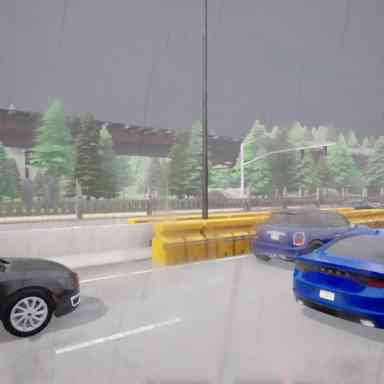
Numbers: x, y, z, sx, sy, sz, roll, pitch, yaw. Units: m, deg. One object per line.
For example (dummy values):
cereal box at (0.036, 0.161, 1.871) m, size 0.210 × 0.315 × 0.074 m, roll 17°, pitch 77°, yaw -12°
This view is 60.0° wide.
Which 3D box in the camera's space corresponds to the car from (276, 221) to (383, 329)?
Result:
car at (4.147, 1.478, 6.709) m, size 5.008 × 1.535 × 1.882 m, roll 0°, pitch 0°, yaw -36°

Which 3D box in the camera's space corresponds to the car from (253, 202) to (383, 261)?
car at (4.185, 1.352, 11.037) m, size 4.553 × 1.767 × 2.097 m, roll 0°, pitch 0°, yaw -36°

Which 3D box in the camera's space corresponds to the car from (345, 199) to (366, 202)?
car at (15.848, 1.505, 32.512) m, size 4.892 × 1.490 × 1.837 m, roll 0°, pitch 0°, yaw -36°

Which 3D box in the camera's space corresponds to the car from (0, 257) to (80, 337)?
car at (-4.235, 1.505, 5.025) m, size 4.892 × 1.490 × 1.837 m, roll 0°, pitch 0°, yaw -35°
